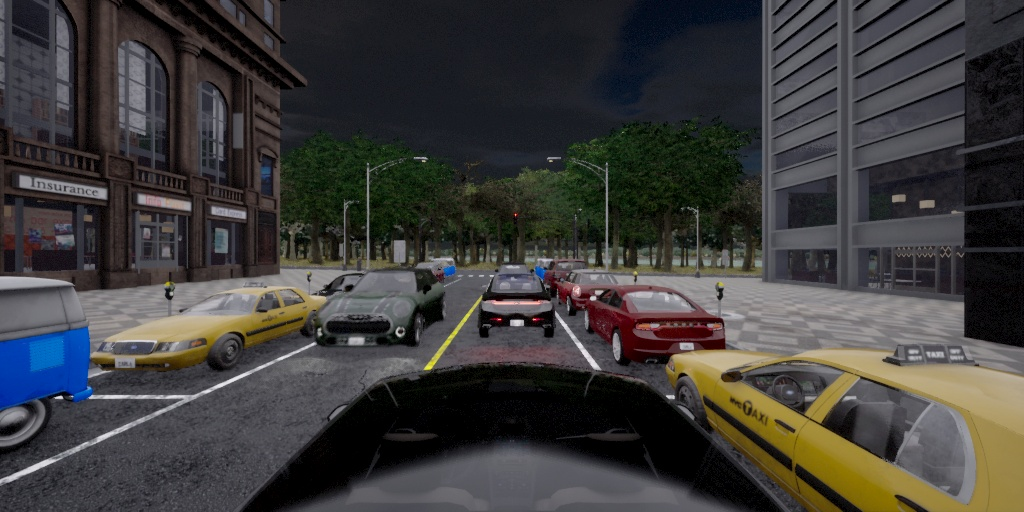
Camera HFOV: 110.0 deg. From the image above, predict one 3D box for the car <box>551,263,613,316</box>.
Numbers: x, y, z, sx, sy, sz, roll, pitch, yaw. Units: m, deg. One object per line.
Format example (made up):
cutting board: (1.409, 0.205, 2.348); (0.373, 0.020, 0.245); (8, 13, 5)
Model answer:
car: (2.780, 1.190, 13.341); (1.967, 1.591, 4.097); (0, 0, 0)

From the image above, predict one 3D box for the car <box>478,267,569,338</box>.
car: (0.114, 1.242, 10.218); (2.128, 1.511, 4.902); (0, 0, 0)

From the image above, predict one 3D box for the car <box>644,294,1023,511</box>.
car: (2.763, 1.275, 2.636); (1.751, 1.417, 4.829); (0, 0, 0)

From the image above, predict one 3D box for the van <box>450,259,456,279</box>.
van: (-5.719, 1.095, 29.667); (1.690, 1.789, 3.998); (0, 0, 0)

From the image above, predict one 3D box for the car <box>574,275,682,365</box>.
car: (2.772, 1.295, 7.904); (1.888, 1.381, 4.507); (0, 0, 0)

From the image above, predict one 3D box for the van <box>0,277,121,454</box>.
van: (-5.762, 1.091, 2.479); (1.690, 1.789, 3.998); (0, 0, 0)

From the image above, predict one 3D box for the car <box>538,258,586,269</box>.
car: (2.789, 1.066, 18.779); (2.192, 1.841, 5.009); (0, 0, 0)

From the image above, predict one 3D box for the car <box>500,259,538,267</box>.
car: (0.128, 1.104, 19.183); (2.097, 1.767, 4.553); (0, 0, 1)

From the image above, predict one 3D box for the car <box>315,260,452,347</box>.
car: (-3.084, 1.102, 9.366); (2.097, 1.767, 4.553); (0, 0, 0)

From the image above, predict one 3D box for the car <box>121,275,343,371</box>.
car: (-5.754, 1.275, 7.747); (1.751, 1.417, 4.829); (0, 0, 0)
